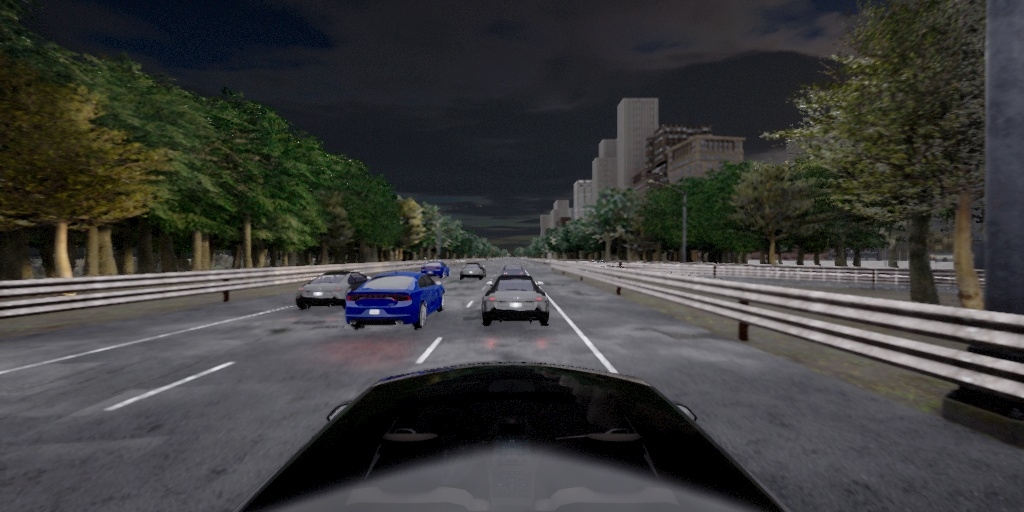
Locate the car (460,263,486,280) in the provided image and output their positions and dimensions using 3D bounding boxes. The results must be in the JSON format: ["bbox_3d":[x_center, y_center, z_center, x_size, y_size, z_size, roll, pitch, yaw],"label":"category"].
[{"bbox_3d":[-3.383,1.317,31.617,1.994,1.385,4.181,0,0,0],"label":"car"}]

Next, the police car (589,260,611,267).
[{"bbox_3d":[11.790,1.341,51.125,2.038,1.542,4.974,0,0,-26],"label":"police car"}]

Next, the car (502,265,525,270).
[{"bbox_3d":[0.113,1.354,29.657,1.895,1.301,4.718,0,0,0],"label":"car"}]

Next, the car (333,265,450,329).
[{"bbox_3d":[-3.395,1.229,11.330,1.882,1.535,5.008,0,0,0],"label":"car"}]

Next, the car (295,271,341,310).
[{"bbox_3d":[-6.892,1.315,14.752,1.994,1.385,4.181,0,0,0],"label":"car"}]

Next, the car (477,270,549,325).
[{"bbox_3d":[0.105,1.315,11.850,1.994,1.385,4.181,0,0,0],"label":"car"}]

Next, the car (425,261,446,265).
[{"bbox_3d":[-6.884,1.231,32.616,1.882,1.535,5.008,0,0,0],"label":"car"}]
